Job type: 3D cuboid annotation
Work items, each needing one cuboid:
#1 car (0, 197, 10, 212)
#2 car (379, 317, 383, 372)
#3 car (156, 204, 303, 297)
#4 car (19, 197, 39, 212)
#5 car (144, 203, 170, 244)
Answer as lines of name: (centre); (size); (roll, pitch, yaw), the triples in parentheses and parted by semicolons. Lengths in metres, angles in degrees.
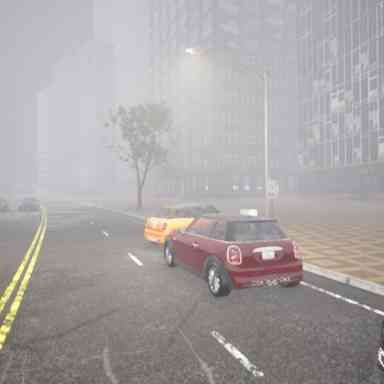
car: (-22.167, 1.363, 37.959); (2.097, 1.767, 4.553); (0, 0, -25)
car: (4.177, 1.502, 2.519); (1.837, 1.490, 4.892); (-1, 1, -43)
car: (0.788, 1.348, 8.946); (2.097, 1.767, 4.553); (0, 0, -23)
car: (-19.210, 1.365, 39.309); (2.097, 1.767, 4.553); (0, 0, -25)
car: (0.324, 1.269, 14.274); (4.553, 1.767, 2.097); (-3, 1, -31)
